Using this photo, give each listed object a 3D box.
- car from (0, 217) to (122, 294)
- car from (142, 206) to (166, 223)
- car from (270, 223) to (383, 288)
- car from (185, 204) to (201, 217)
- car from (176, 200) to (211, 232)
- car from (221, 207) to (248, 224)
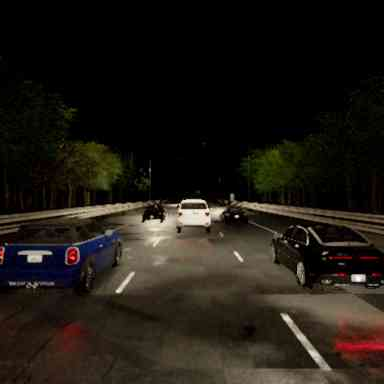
[{"bbox_3d":[-3.395,1.490,9.322,2.097,1.767,4.553,0,-1,0],"label":"car"},{"bbox_3d":[-3.385,1.969,30.294,1.812,1.442,4.674,0,-1,0],"label":"car"},{"bbox_3d":[3.606,1.648,9.626,1.837,1.490,4.892,0,-1,0],"label":"car"},{"bbox_3d":[0.118,2.190,40.260,1.895,1.301,4.718,0,-1,0],"label":"car"},{"bbox_3d":[0.110,1.556,22.742,2.150,2.045,5.566,0,-1,0],"label":"car"},{"bbox_3d":[3.614,1.985,28.759,1.994,1.385,4.181,0,-1,0],"label":"car"}]
